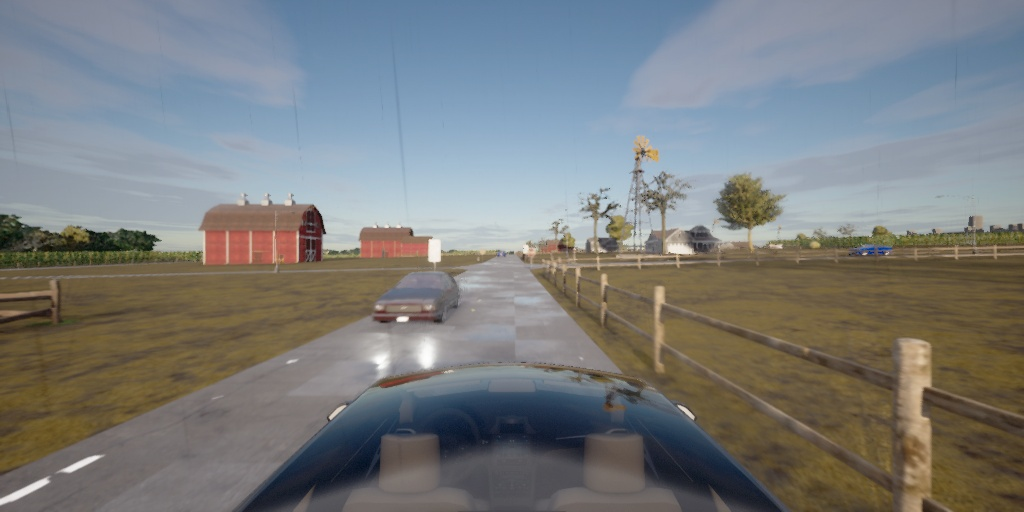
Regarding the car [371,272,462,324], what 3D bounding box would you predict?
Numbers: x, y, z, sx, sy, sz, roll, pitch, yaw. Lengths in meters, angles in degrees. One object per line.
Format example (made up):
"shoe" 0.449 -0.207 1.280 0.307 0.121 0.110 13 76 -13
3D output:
"car" -2.853 1.247 12.011 2.033 1.411 5.357 0 0 0
